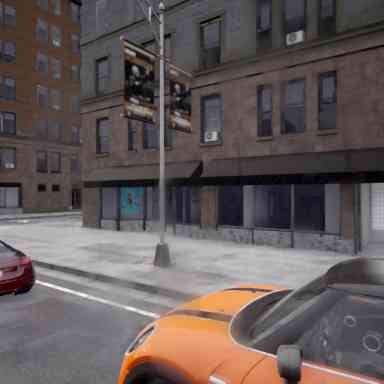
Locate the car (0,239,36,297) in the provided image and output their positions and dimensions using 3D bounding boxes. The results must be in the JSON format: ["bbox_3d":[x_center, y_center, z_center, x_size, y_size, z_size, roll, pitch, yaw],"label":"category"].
[{"bbox_3d":[-5.416,1.564,7.533,4.181,1.385,1.994,0,0,36],"label":"car"}]

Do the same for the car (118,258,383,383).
[{"bbox_3d":[1.524,1.352,2.599,4.553,1.767,2.097,0,0,36],"label":"car"}]
